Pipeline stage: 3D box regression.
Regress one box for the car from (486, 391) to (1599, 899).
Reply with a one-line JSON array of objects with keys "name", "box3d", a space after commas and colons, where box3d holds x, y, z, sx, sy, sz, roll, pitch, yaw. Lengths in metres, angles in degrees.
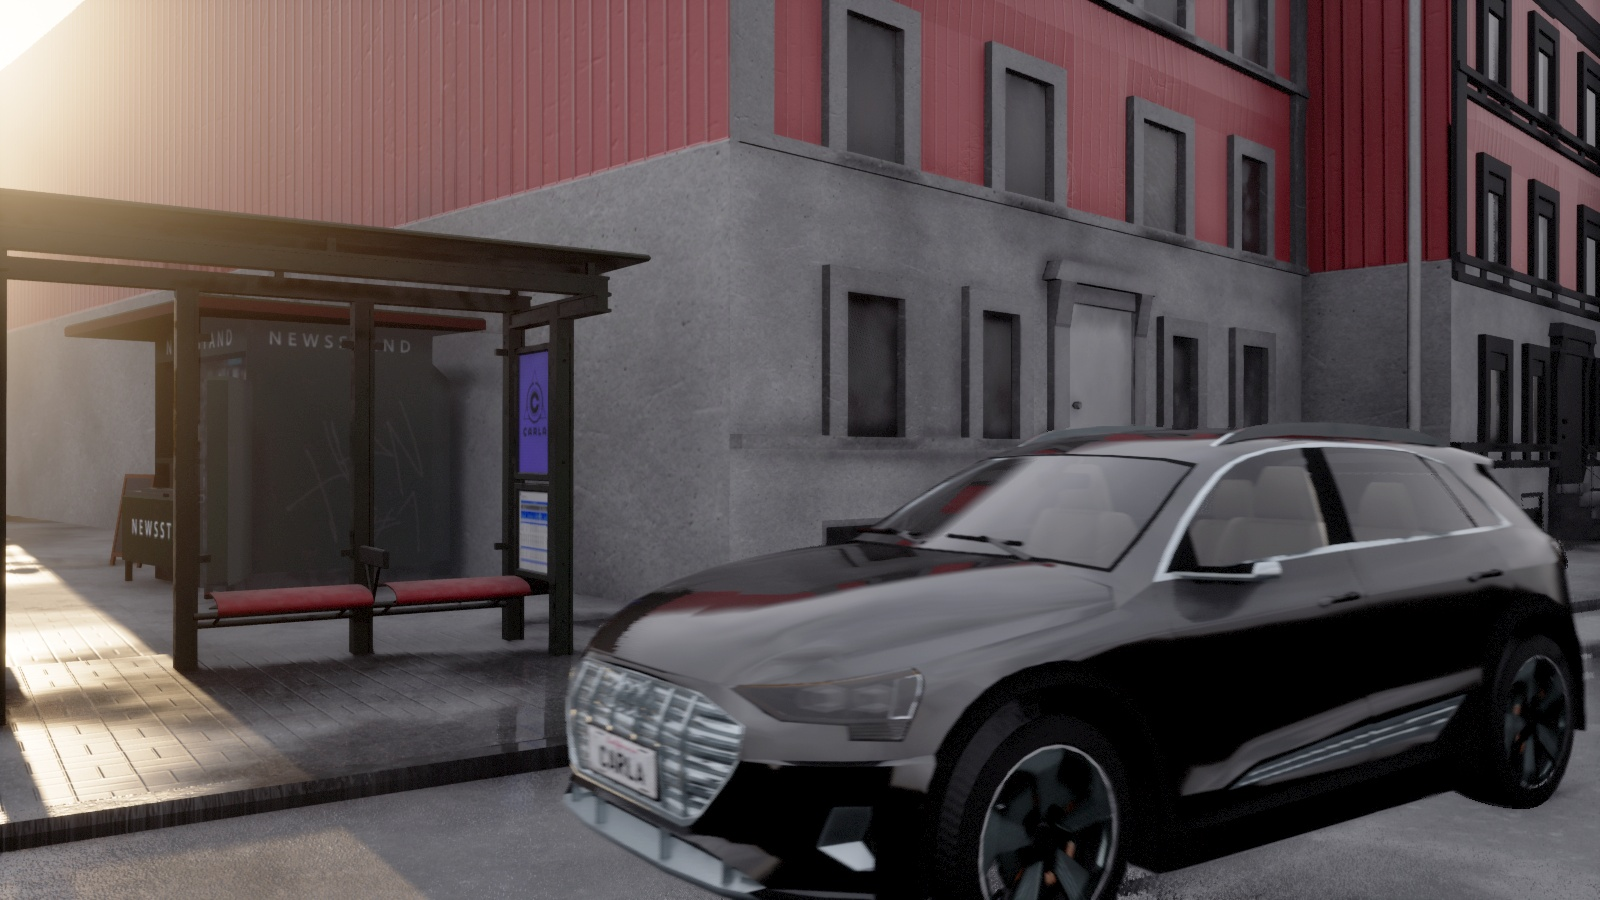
[{"name": "car", "box3d": [1.402, 0.685, 5.245, 4.856, 1.649, 2.033, 0, 0, -35]}]
